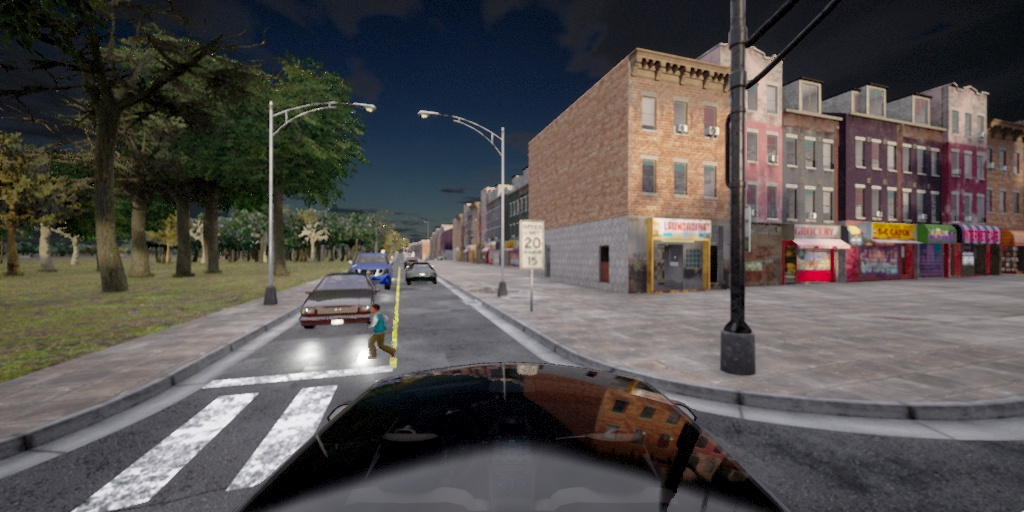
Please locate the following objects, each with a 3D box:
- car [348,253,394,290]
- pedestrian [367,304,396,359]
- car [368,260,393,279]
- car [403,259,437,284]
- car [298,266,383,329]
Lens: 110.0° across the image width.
[{"bbox_3d":[-8.289,0.830,21.276,2.150,2.045,5.566,0,0,-17],"label":"car"},{"bbox_3d":[-2.563,1.431,6.902,0.500,1.100,0.500,1,0,-17],"label":"pedestrian"},{"bbox_3d":[-11.286,1.060,30.949,1.812,1.442,4.674,0,0,-17],"label":"car"},{"bbox_3d":[-6.416,1.152,25.165,1.994,1.385,4.181,0,0,-17],"label":"car"},{"bbox_3d":[-5.304,1.249,11.535,2.033,1.411,5.357,0,1,-20],"label":"car"}]
